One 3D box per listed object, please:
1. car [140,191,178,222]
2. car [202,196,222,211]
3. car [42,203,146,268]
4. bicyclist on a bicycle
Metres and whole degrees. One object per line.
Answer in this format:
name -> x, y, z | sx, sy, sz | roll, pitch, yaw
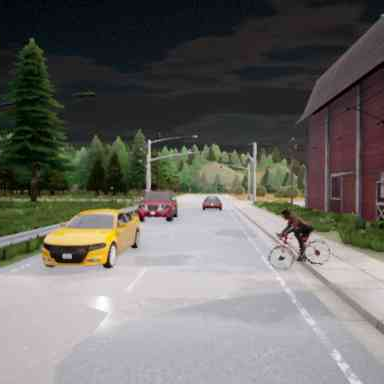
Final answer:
car -> -2.269, 0.930, 23.381 | 2.150, 2.045, 5.566 | 0, 0, 4
car -> 2.093, 1.144, 34.362 | 1.994, 1.385, 4.181 | 0, 1, 4
car -> -3.027, 1.335, 10.958 | 1.882, 1.535, 5.008 | 0, 1, 3
bicyclist on a bicycle -> 2.816, 1.257, 8.949 | 1.656, 1.620, 0.582 | -9, 0, 4
